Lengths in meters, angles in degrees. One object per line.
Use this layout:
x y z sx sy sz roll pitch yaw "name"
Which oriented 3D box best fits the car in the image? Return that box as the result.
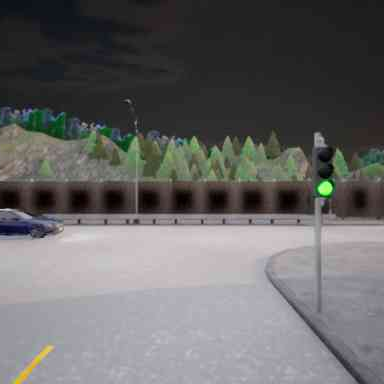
-8.916 1.589 16.725 4.674 1.442 1.812 0 0 0 "car"
